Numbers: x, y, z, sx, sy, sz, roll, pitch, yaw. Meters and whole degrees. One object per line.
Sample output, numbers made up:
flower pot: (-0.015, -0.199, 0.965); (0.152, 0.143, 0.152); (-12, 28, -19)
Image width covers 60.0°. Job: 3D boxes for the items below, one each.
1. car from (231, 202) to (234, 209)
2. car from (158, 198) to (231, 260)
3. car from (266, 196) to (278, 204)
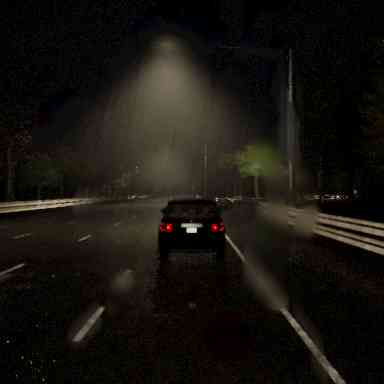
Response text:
car: (4.040, 1.583, 42.414); (2.033, 1.411, 5.357); (0, 0, 18)
car: (0.001, 1.232, 12.536); (2.150, 2.045, 5.566); (0, 0, 0)
car: (16.169, 1.578, 66.537); (2.033, 1.411, 5.357); (0, 0, 36)
